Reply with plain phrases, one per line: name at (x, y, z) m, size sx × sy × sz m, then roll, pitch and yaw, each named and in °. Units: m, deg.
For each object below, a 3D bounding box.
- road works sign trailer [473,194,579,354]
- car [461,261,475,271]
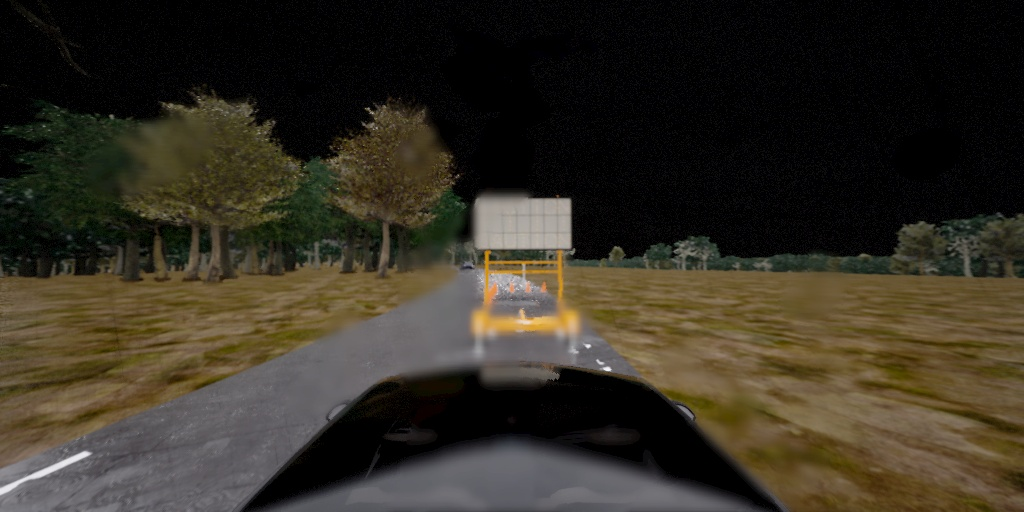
road works sign trailer at (0.303, 0.276, 8.953) m, size 2.380 × 3.560 × 2.880 m, roll 0°, pitch 0°, yaw 0°
car at (-7.960, 1.727, 64.596) m, size 2.097 × 1.767 × 4.553 m, roll 0°, pitch -1°, yaw -12°
